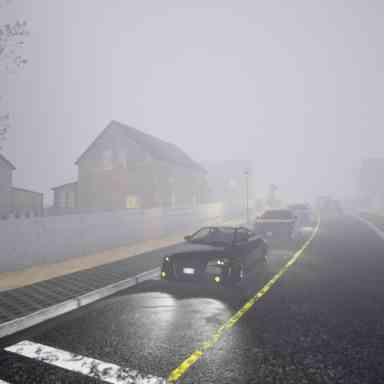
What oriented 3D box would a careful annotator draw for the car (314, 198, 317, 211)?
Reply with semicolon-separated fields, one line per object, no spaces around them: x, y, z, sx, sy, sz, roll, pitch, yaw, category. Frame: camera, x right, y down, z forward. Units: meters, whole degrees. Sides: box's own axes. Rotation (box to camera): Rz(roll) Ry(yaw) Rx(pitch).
18.265;1.559;46.157;2.150;2.045;5.566;-1;-1;16;car

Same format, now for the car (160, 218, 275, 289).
0.819;1.687;9.630;1.994;1.385;4.181;-2;-1;27;car

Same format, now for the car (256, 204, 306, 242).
4.557;1.632;17.466;1.882;1.535;5.008;-2;-1;24;car

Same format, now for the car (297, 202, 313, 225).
8.350;1.683;26.327;1.882;1.535;5.008;-2;-1;22;car

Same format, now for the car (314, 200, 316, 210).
12.029;1.831;35.937;2.033;1.411;5.357;-2;-1;20;car

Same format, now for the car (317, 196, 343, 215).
15.346;1.580;36.841;2.097;1.767;4.553;-2;-1;19;car
